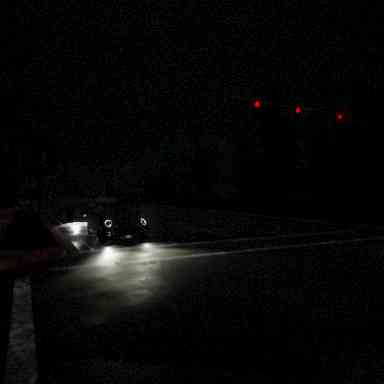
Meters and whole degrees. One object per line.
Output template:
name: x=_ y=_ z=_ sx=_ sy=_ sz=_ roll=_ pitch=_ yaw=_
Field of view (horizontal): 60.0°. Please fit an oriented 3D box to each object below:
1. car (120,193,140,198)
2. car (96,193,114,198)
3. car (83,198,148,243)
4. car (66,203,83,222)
car: x=-9.718 y=1.205 z=51.629 sx=2.150 sy=2.045 sz=5.566 roll=0 pitch=0 yaw=-26
car: x=-13.414 y=1.208 z=51.200 sx=2.150 sy=2.045 sz=5.566 roll=0 pitch=0 yaw=-27
car: x=-3.745 y=1.347 z=16.327 sx=2.097 sy=1.767 sz=4.553 roll=0 pitch=0 yaw=-27
car: x=-8.765 y=1.558 z=26.244 sx=1.994 sy=1.385 sz=4.181 roll=0 pitch=0 yaw=-27
